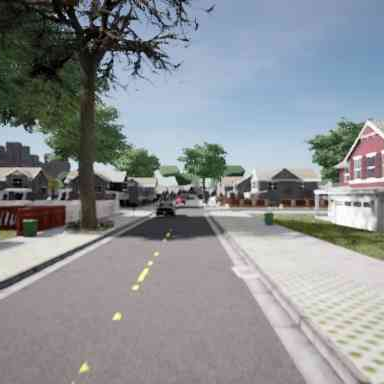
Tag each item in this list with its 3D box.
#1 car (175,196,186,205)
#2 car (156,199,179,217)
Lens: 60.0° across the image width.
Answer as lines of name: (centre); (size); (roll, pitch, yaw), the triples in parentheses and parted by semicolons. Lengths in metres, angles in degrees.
car: (-2.709, 2.049, 79.555); (2.150, 2.045, 5.566); (0, -1, 0)
car: (-2.759, 1.841, 35.818); (1.882, 1.535, 5.008); (0, -1, 1)
